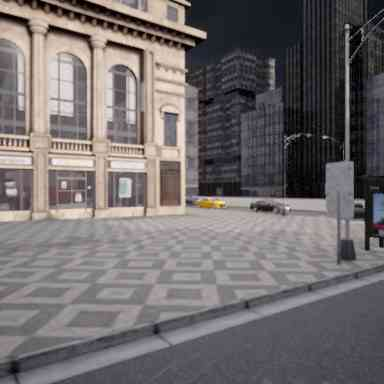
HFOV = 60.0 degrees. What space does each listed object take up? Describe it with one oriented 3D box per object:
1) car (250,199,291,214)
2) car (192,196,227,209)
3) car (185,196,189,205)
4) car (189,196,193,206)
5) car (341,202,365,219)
[{"bbox_3d":[8.322,1.526,35.527,2.128,1.511,4.902,0,0,-34],"label":"car"},{"bbox_3d":[2.548,1.484,44.081,1.882,1.535,5.008,0,0,-34],"label":"car"},{"bbox_3d":[-3.235,1.197,52.715,2.150,2.045,5.566,0,0,-34],"label":"car"},{"bbox_3d":[-0.386,1.454,54.021,2.128,1.511,4.902,0,0,-33],"label":"car"},{"bbox_3d":[13.987,1.587,27.178,1.812,1.442,4.674,0,0,-34],"label":"car"}]
